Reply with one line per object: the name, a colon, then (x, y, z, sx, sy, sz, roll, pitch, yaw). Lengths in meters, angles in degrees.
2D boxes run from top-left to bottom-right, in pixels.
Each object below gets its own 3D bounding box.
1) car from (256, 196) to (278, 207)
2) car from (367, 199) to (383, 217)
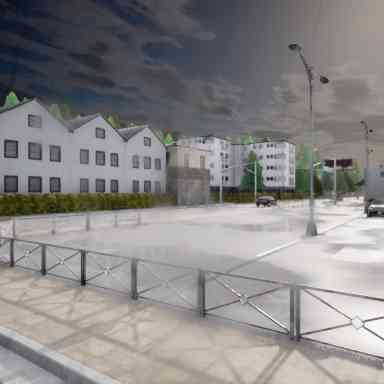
car: (10.641, 1.313, 47.153, 1.837, 1.490, 4.892, 0, 0, 32)
car: (15.390, 1.298, 26.833, 2.007, 1.523, 4.514, 0, 0, 35)
